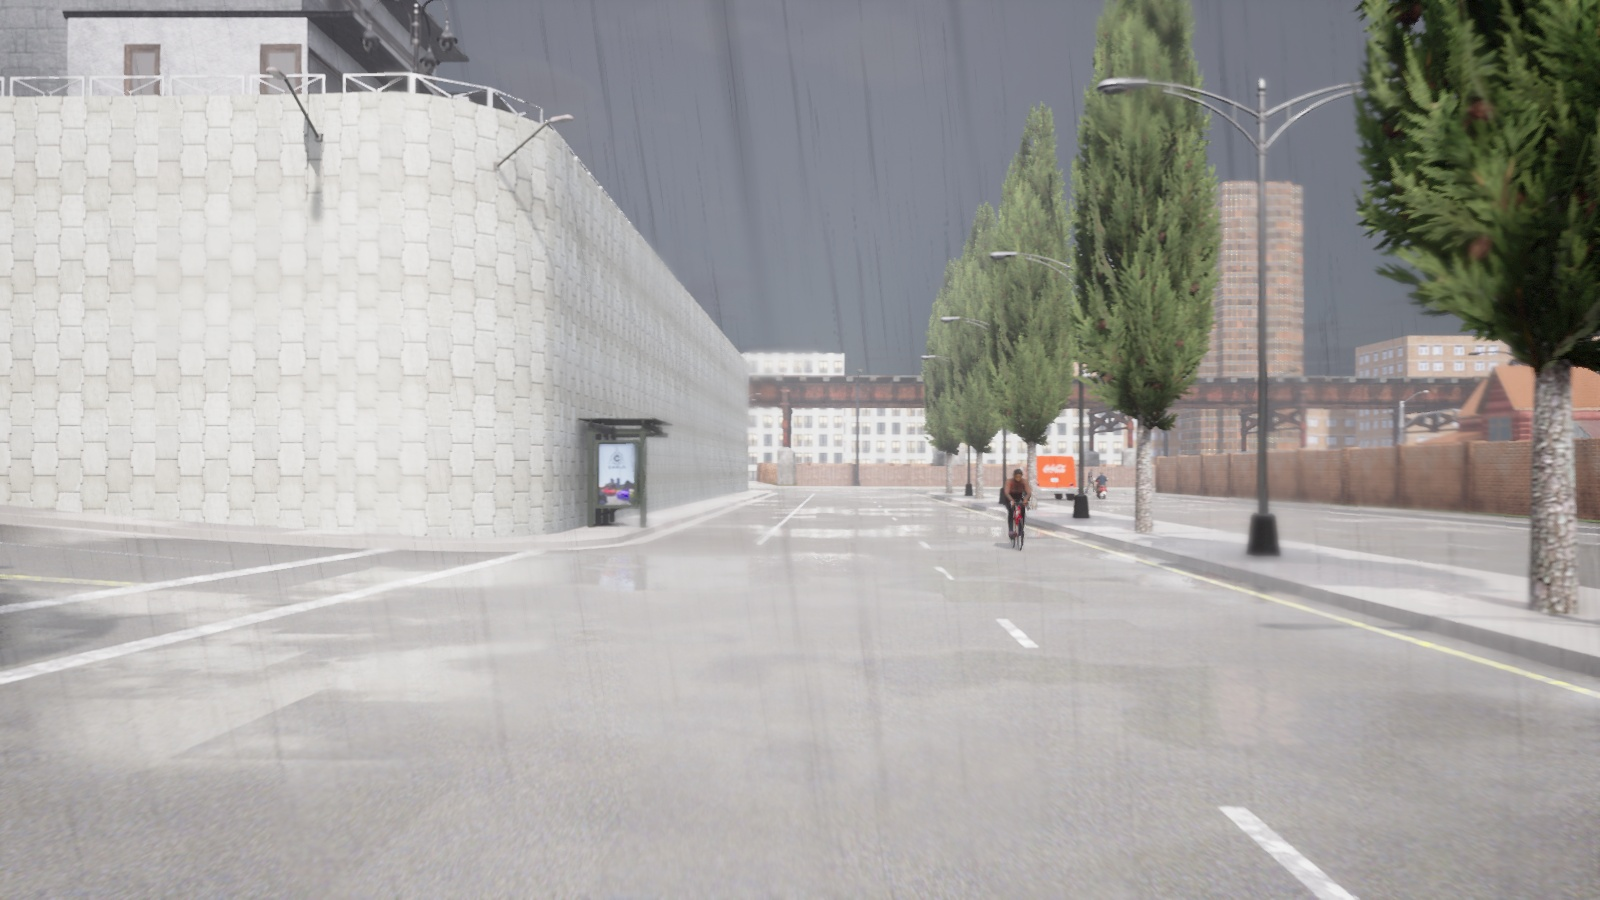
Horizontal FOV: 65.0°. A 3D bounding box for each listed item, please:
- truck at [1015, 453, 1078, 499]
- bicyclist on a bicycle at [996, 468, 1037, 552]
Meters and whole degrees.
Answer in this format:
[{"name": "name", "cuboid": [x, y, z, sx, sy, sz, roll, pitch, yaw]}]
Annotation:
[{"name": "truck", "cuboid": [13.676, 1.443, 70.085, 2.627, 2.467, 5.204, 0, -1, 2]}, {"name": "bicyclist on a bicycle", "cuboid": [4.329, 1.171, 25.198, 0.582, 1.620, 1.656, 0, -1, 2]}]
